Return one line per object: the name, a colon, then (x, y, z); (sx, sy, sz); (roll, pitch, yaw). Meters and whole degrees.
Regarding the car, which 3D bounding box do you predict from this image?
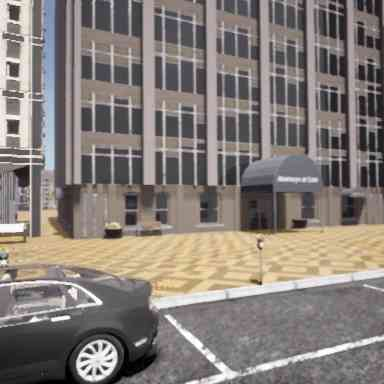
car: (-2.605, 1.684, 4.243); (4.403, 1.369, 2.008); (0, -2, -24)
